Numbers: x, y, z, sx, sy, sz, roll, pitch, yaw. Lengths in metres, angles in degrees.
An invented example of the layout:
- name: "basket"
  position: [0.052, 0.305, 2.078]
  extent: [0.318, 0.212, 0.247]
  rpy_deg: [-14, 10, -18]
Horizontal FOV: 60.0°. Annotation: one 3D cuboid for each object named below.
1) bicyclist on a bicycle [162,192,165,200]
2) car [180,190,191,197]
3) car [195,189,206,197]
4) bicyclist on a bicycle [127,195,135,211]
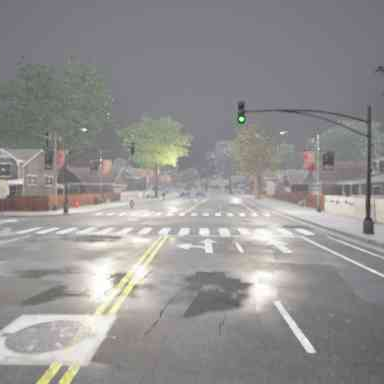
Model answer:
- name: "bicyclist on a bicycle"
  position: [-5.032, 0.824, 58.651]
  extent: [0.582, 1.620, 1.656]
  rpy_deg: [-2, -2, 6]
- name: "car"
  position: [-1.420, 0.362, 71.762]
  extent: [1.994, 1.385, 4.181]
  rpy_deg: [0, 1, 6]
- name: "car"
  position: [1.818, 0.170, 71.481]
  extent: [2.097, 1.767, 4.553]
  rpy_deg: [0, 1, 6]
- name: "bicyclist on a bicycle"
  position: [-6.228, 1.100, 34.307]
  extent: [0.866, 1.612, 1.509]
  rpy_deg: [0, 1, 3]
